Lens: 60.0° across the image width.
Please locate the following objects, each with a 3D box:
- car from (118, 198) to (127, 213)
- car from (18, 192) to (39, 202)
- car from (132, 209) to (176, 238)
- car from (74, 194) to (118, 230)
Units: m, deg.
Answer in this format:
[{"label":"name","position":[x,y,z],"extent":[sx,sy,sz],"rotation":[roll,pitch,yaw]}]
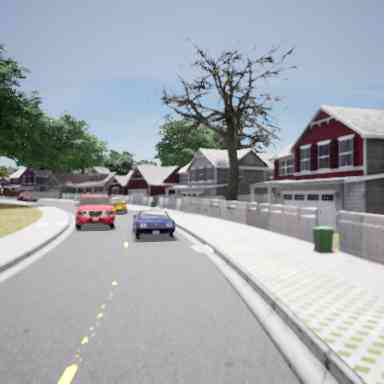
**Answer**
[{"label":"car","position":[-8.107,1.337,34.438],"extent":[1.882,1.535,5.008],"rotation":[0,0,-25]},{"label":"car","position":[-28.294,0.853,57.485],"extent":[4.553,1.767,2.097],"rotation":[1,1,44]},{"label":"car","position":[-2.120,1.550,17.385],"extent":[1.895,1.301,4.718],"rotation":[0,0,-12]},{"label":"car","position":[-6.078,1.156,20.949],"extent":[2.150,2.045,5.566],"rotation":[0,0,-16]}]
